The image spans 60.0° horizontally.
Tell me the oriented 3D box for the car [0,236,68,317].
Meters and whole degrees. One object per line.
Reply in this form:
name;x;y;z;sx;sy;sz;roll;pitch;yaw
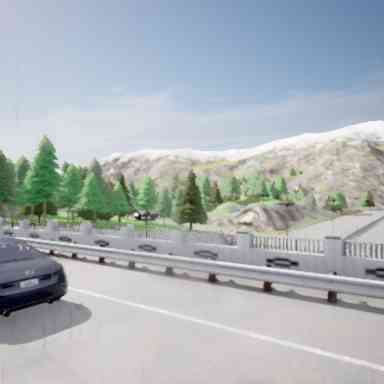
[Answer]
car;-4.615;1.673;7.267;4.181;1.385;1.994;-1;-1;35
